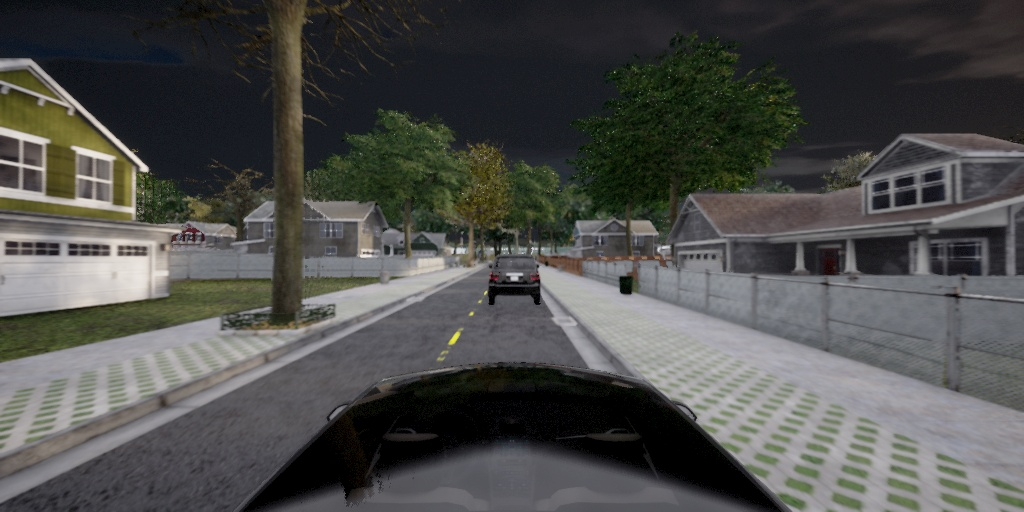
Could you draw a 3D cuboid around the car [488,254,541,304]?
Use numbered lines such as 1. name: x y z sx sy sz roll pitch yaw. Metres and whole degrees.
1. car: 0.100 0.933 16.281 2.150 2.045 5.566 0 0 0
